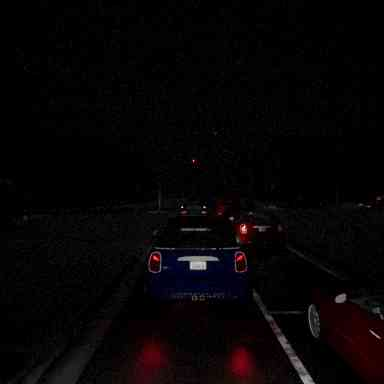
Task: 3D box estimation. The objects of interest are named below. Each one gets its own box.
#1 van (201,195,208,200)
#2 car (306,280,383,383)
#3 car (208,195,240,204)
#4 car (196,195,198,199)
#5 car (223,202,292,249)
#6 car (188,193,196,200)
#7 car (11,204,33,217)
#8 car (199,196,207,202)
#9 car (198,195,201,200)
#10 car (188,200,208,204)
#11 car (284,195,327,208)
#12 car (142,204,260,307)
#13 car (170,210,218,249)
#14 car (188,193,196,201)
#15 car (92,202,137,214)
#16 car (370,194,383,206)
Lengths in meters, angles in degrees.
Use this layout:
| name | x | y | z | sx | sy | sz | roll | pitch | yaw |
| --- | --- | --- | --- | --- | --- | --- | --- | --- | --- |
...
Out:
| name | x | y | z | sx | sy | sz | roll | pitch | yaw |
| --- | --- | --- | --- | --- | --- | --- | --- | --- | --- |
| van | 2.650 | 1.382 | 51.572 | 1.690 | 1.788 | 3.998 | -1 | 0 | 0 |
| car | 2.631 | 1.581 | 3.601 | 1.802 | 1.307 | 4.206 | -1 | 0 | 0 |
| car | 2.637 | 1.323 | 25.210 | 2.192 | 1.841 | 5.009 | -1 | 0 | 0 |
| car | 2.665 | 1.654 | 78.603 | 2.008 | 1.369 | 4.403 | -1 | 0 | 0 |
| car | 2.634 | 1.441 | 14.406 | 1.967 | 1.590 | 4.097 | -1 | 0 | 0 |
| car | 0.040 | 1.467 | 81.530 | 2.097 | 1.767 | 4.553 | 0 | 0 | 0 |
| car | -20.204 | 2.087 | 36.960 | 4.674 | 1.442 | 1.812 | -2 | 1 | 0 |
| car | 2.668 | 1.664 | 84.010 | 1.887 | 1.381 | 4.507 | -1 | 0 | 0 |
| car | 2.652 | 1.366 | 56.978 | 2.192 | 1.841 | 5.009 | -1 | 0 | 0 |
| car | 0.114 | 1.572 | 25.503 | 1.994 | 1.385 | 4.181 | 0 | 0 | -1 |
| car | 13.589 | 1.132 | 39.904 | 4.892 | 1.490 | 1.837 | -1 | 1 | 0 |
| car | 0.073 | 1.352 | 8.156 | 2.097 | 1.767 | 4.553 | 0 | 0 | -1 |
| car | 0.102 | 1.603 | 15.491 | 1.895 | 1.301 | 4.718 | 0 | 0 | 0 |
| car | 0.045 | 1.371 | 92.197 | 2.150 | 2.045 | 5.566 | 0 | 0 | 0 |
| car | -8.581 | 1.825 | 37.158 | 4.718 | 1.301 | 1.895 | -2 | 1 | -5 |
| car | 23.874 | 0.732 | 39.902 | 4.553 | 1.767 | 2.097 | -1 | 1 | 0 |
